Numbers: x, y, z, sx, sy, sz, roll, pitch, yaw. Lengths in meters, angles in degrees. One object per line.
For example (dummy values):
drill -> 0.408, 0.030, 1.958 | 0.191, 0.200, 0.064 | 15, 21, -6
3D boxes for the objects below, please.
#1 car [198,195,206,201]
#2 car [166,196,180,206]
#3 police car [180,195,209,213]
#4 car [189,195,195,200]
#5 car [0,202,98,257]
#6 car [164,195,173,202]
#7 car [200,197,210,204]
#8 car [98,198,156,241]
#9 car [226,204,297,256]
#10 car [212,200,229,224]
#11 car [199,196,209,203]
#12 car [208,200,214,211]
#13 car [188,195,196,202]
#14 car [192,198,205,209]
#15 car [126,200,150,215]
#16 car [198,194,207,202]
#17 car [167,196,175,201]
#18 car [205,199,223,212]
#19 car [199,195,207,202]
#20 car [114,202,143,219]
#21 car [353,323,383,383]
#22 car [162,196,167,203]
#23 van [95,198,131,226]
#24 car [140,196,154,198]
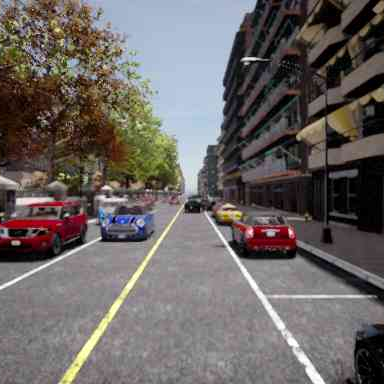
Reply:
car -> 2.677, 1.667, 92.089 | 1.967, 1.590, 4.097 | 0, 0, 0
car -> -3.059, 1.649, 59.432 | 1.812, 1.442, 4.674 | 0, 0, 0
police car -> 0.439, 1.497, 38.475 | 1.930, 1.638, 5.238 | 0, 0, 12
car -> -0.011, 1.568, 93.095 | 1.812, 1.442, 4.674 | 0, 0, 0
car -> -5.692, 1.335, 13.263 | 2.192, 1.841, 5.009 | 0, 0, 0
car -> -5.702, 1.630, 80.825 | 1.967, 1.590, 4.097 | 0, 0, 0
car -> 2.681, 1.699, 69.568 | 1.887, 1.381, 4.507 | 0, 0, 0
car -> -3.101, 1.378, 16.902 | 2.097, 1.767, 4.553 | 0, 0, 0
car -> 2.688, 1.460, 13.264 | 1.967, 1.590, 4.097 | 0, 0, 0
car -> 2.687, 1.567, 24.695 | 1.752, 1.417, 4.829 | 0, 0, 0
car -> 2.680, 1.716, 75.198 | 1.887, 1.381, 4.507 | 0, 0, 0
car -> 2.686, 1.635, 30.155 | 1.802, 1.307, 4.206 | 0, 0, 0
car -> -0.008, 1.455, 72.749 | 1.882, 1.535, 5.008 | 0, 0, 0
car -> 0.894, 1.600, 48.176 | 1.837, 1.490, 4.892 | 0, 0, 0
car -> -5.695, 1.610, 35.784 | 1.887, 1.381, 4.507 | 0, 0, 0
car -> 2.677, 1.523, 86.458 | 2.192, 1.841, 5.009 | 0, 0, 0
car -> -5.703, 1.777, 92.087 | 2.008, 1.369, 4.403 | 0, 0, 0
car -> 2.684, 1.644, 41.418 | 1.947, 1.339, 4.313 | 0, 0, 0
car -> 2.679, 1.630, 80.828 | 1.967, 1.590, 4.097 | 0, 0, 0
car -> -5.694, 1.635, 30.153 | 1.802, 1.307, 4.206 | 0, 0, 0
car -> 2.690, 1.569, 2.004 | 1.947, 1.339, 4.313 | 0, 0, 0
car -> -5.701, 1.611, 75.197 | 1.967, 1.590, 4.097 | 0, 0, 0
van -> -5.693, 1.382, 24.523 | 1.690, 1.788, 3.998 | 0, 0, 0
car -> -5.696, 1.393, 41.417 | 2.192, 1.841, 5.009 | 0, 0, 0
